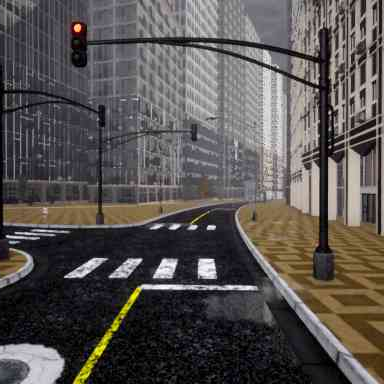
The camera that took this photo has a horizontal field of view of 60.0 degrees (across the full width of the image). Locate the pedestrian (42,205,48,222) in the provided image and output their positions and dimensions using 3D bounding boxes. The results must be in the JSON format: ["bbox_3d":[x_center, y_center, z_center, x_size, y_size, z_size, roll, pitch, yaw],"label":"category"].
[{"bbox_3d":[-9.293,1.344,21.036,0.500,1.100,0.500,0,0,17],"label":"pedestrian"}]
